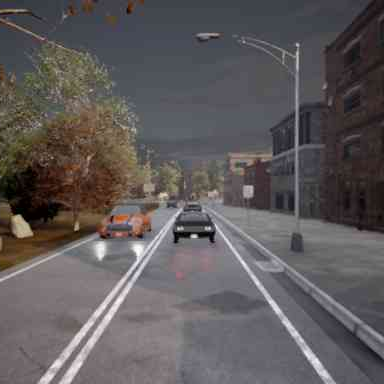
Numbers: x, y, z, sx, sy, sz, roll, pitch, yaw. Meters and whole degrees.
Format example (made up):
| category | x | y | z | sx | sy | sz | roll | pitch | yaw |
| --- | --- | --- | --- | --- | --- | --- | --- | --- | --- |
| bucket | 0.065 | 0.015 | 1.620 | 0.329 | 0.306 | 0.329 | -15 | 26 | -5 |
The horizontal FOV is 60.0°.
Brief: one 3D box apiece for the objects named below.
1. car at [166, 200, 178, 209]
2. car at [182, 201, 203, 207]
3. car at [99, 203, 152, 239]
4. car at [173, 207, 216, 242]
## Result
| category | x | y | z | sx | sy | sz | roll | pitch | yaw |
| --- | --- | --- | --- | --- | --- | --- | --- | --- | --- |
| car | -3.446 | 2.133 | 57.771 | 2.033 | 1.411 | 5.357 | 0 | -1 | 0 |
| car | 0.048 | 1.692 | 34.451 | 1.837 | 1.490 | 4.892 | 0 | -1 | 0 |
| car | -3.361 | 1.385 | 17.540 | 2.097 | 1.767 | 4.553 | 0 | 0 | 0 |
| car | 0.090 | 1.629 | 16.564 | 1.895 | 1.301 | 4.718 | 0 | 0 | 0 |
